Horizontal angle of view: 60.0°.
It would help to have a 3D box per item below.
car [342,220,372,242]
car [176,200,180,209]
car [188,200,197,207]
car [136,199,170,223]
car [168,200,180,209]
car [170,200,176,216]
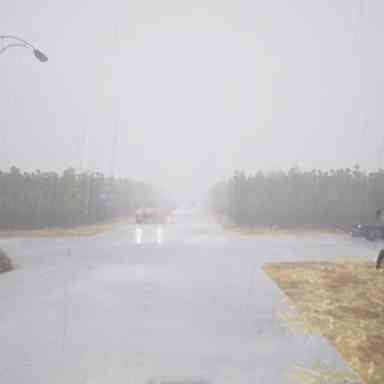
[{"bbox_3d":[9.958,1.713,16.236,4.718,1.301,1.895,0,-1,0],"label":"car"},{"bbox_3d":[-3.142,1.844,45.392,1.994,1.385,4.181,0,-1,0],"label":"car"},{"bbox_3d":[0.175,2.368,69.699,2.033,1.411,5.357,0,-1,0],"label":"car"},{"bbox_3d":[-3.169,1.519,26.688,2.097,1.767,4.553,0,-1,0],"label":"car"},{"bbox_3d":[-3.090,2.120,57.659,1.812,1.442,4.674,0,-2,1],"label":"car"},{"bbox_3d":[-3.158,1.559,35.457,2.097,1.767,4.553,0,0,0],"label":"car"}]
